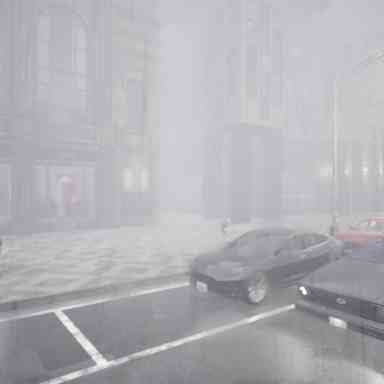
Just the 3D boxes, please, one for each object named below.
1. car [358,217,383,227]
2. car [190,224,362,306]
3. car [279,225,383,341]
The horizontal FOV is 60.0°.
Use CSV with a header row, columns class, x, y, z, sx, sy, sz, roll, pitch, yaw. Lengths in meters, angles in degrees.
class,x,y,z,sx,sy,sz,roll,pitch,yaw
car,6.568,1.526,11.333,4.507,1.381,1.887,0,0,-36
car,1.980,1.556,8.059,4.313,1.339,1.947,0,0,-36
car,4.320,1.536,6.458,5.357,1.411,2.033,0,0,-36
